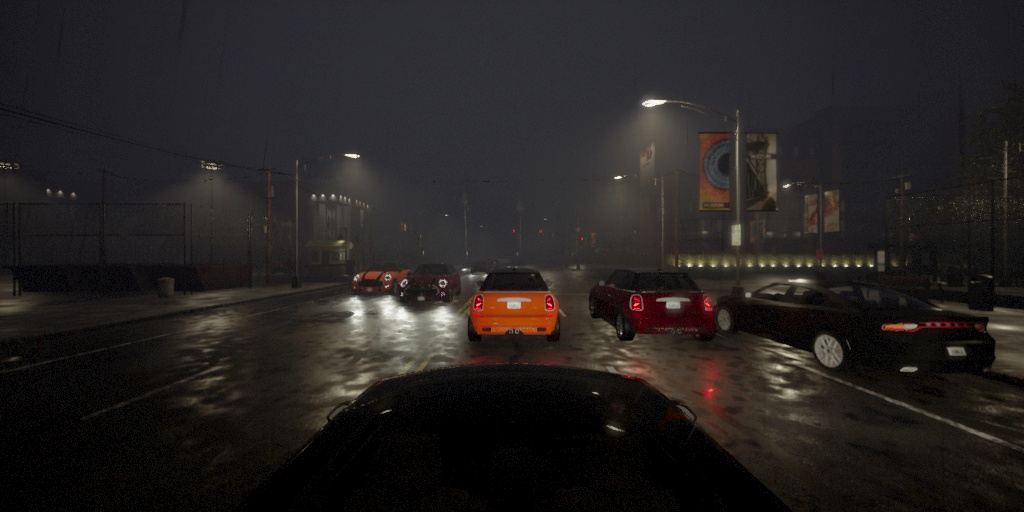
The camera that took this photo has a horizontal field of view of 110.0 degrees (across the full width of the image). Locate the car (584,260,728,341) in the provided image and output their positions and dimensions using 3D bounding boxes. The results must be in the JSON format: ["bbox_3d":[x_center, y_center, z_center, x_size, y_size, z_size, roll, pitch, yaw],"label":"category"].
[{"bbox_3d":[3.563,1.099,10.000,2.097,1.767,4.553,0,0,0],"label":"car"}]

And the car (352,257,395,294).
[{"bbox_3d":[-7.098,1.096,20.115,2.097,1.767,4.553,0,0,0],"label":"car"}]

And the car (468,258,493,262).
[{"bbox_3d":[-3.565,1.215,40.368,1.882,1.535,5.008,0,0,0],"label":"car"}]

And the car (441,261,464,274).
[{"bbox_3d":[-7.052,1.337,42.816,1.895,1.301,4.718,0,0,1],"label":"car"}]

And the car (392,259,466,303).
[{"bbox_3d":[-3.599,1.097,16.458,2.097,1.767,4.553,0,0,0],"label":"car"}]

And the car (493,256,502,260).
[{"bbox_3d":[-3.198,1.085,54.767,2.097,1.767,4.553,0,0,5],"label":"car"}]

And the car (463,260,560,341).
[{"bbox_3d":[0.063,1.099,9.984,2.097,1.767,4.553,0,0,0],"label":"car"}]
